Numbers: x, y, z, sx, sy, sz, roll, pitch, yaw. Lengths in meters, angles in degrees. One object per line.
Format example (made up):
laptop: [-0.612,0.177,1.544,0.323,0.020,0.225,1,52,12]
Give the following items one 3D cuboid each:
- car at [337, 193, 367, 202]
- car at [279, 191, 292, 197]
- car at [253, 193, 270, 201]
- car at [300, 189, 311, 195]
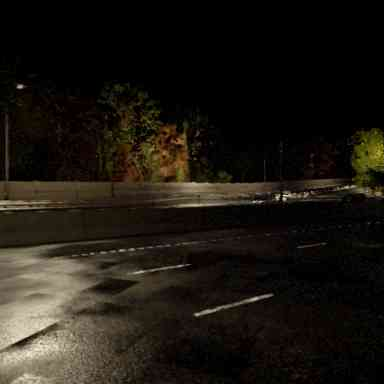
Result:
car: [25.042,1.207,51.956,5.566,2.045,2.150,0,0,-35]
car: [21.105,0.547,74.628,2.128,1.511,4.902,0,1,32]
car: [12.882,0.906,61.358,2.033,1.411,5.357,0,1,31]
car: [29.865,-0.124,87.480,1.837,1.490,4.892,0,2,35]
